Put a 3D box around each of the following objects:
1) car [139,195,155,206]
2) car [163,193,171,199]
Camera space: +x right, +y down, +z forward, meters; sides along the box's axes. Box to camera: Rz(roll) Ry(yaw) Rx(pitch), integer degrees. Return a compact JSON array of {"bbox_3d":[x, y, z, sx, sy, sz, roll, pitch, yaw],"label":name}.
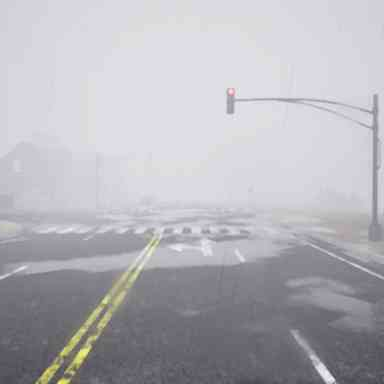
[{"bbox_3d":[-6.490,1.264,48.687,1.882,1.535,5.008,0,2,0],"label":"car"},{"bbox_3d":[-6.484,1.035,86.138,2.033,1.411,5.357,0,0,0],"label":"car"}]
